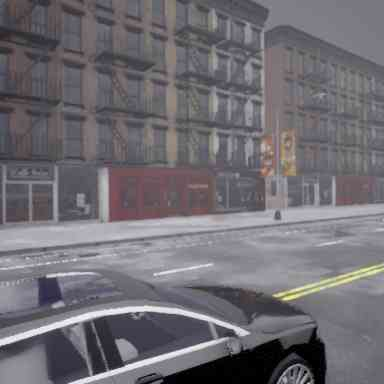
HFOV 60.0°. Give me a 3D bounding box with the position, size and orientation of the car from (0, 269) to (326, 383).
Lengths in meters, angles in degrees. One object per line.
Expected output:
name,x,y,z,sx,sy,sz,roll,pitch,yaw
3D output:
car,-0.815,1.480,2.861,4.902,1.511,2.128,-1,0,-36
